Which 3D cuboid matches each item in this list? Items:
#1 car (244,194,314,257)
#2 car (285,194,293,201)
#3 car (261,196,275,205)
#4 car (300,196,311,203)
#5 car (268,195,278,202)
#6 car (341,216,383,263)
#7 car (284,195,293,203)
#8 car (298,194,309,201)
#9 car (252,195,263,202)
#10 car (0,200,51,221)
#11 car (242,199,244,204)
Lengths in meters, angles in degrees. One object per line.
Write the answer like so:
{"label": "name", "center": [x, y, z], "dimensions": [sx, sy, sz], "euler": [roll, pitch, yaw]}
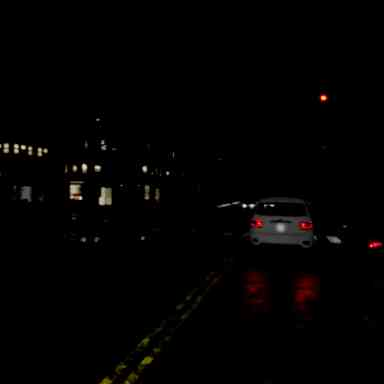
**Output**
{"label": "car", "center": [3.601, 1.208, 13.301], "dimensions": [2.150, 2.045, 5.566], "euler": [1, 0, 16]}
{"label": "car", "center": [23.034, 1.237, 79.049], "dimensions": [1.882, 1.535, 5.008], "euler": [1, 0, 16]}
{"label": "car", "center": [13.085, 1.471, 57.032], "dimensions": [1.994, 1.385, 4.181], "euler": [1, 0, 17]}
{"label": "car", "center": [23.324, 1.566, 68.567], "dimensions": [1.895, 1.301, 4.718], "euler": [1, 0, 16]}
{"label": "car", "center": [17.474, 1.364, 71.693], "dimensions": [1.882, 1.535, 5.008], "euler": [1, 0, 16]}
{"label": "car", "center": [6.591, 1.577, 11.759], "dimensions": [2.033, 1.411, 5.357], "euler": [1, 0, 17]}
{"label": "car", "center": [20.081, 1.429, 69.058], "dimensions": [1.837, 1.490, 4.892], "euler": [1, 0, 16]}
{"label": "car", "center": [26.151, 1.326, 78.129], "dimensions": [2.128, 1.511, 4.902], "euler": [1, 0, 16]}
{"label": "car", "center": [14.347, 1.440, 72.585], "dimensions": [1.895, 1.301, 4.718], "euler": [1, 0, 16]}
{"label": "car", "center": [-13.338, 1.542, 26.338], "dimensions": [4.313, 1.339, 1.947], "euler": [0, 1, 17]}
{"label": "car", "center": [9.969, 1.429, 57.953], "dimensions": [1.994, 1.385, 4.181], "euler": [1, 0, 17]}
